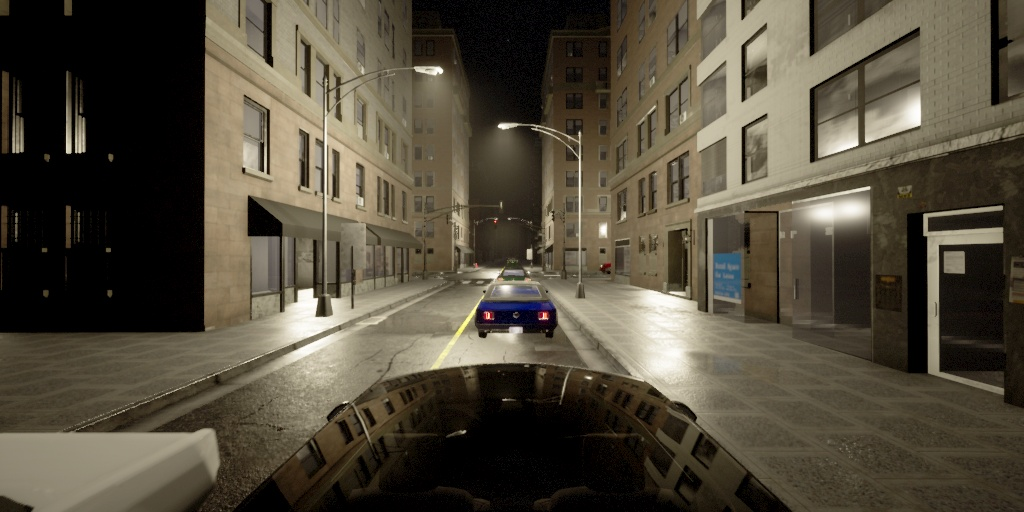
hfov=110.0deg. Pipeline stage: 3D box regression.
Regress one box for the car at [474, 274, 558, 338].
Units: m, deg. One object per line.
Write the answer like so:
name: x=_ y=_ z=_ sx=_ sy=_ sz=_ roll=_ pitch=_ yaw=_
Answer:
car: x=0.099 y=1.352 z=10.142 sx=1.895 sy=1.301 sz=4.718 roll=0 pitch=0 yaw=0

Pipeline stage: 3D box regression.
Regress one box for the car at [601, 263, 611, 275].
car: x=12.444 y=1.324 z=37.395 sx=5.357 sy=1.411 sz=2.033 roll=0 pitch=0 yaw=0

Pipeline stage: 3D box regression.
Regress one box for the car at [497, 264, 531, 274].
car: x=0.092 y=1.321 z=20.032 sx=1.994 sy=1.385 sz=4.181 roll=0 pitch=0 yaw=0

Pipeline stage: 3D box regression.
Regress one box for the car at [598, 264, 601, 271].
car: x=12.256 y=1.102 z=39.928 sx=5.009 sy=1.841 sz=2.192 roll=0 pitch=0 yaw=0
